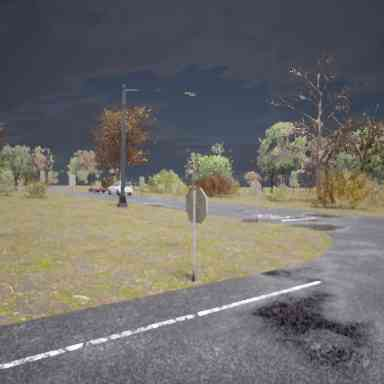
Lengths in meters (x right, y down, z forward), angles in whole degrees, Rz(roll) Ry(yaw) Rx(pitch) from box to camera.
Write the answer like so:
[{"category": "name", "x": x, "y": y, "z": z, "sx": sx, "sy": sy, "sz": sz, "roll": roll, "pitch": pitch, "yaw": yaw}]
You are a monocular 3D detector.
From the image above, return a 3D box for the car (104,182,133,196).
[{"category": "car", "x": -11.183, "y": -0.495, "z": 51.678, "sx": 2.150, "sy": 2.045, "sz": 5.566, "roll": 0, "pitch": 2, "yaw": -36}]

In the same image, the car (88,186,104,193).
[{"category": "car", "x": -17.261, "y": -0.452, "z": 60.159, "sx": 1.895, "sy": 1.301, "sz": 4.718, "roll": 0, "pitch": 2, "yaw": -36}]
